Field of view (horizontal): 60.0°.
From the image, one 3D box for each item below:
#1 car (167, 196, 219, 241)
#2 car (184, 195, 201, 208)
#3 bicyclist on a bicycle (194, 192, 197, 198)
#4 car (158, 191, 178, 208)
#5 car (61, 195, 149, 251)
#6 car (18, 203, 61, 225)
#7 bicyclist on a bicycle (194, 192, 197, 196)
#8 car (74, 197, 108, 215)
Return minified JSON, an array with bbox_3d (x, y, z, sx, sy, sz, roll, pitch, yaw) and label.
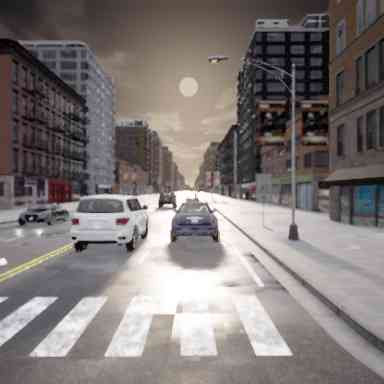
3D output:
[{"bbox_3d":[0.120,1.246,16.276,2.097,1.767,4.553,0,0,0],"label":"car"},{"bbox_3d":[0.054,1.211,42.862,2.128,1.511,4.902,0,0,0],"label":"car"},{"bbox_3d":[1.001,0.832,94.618,0.582,1.620,1.656,0,0,0],"label":"bicyclist on a bicycle"},{"bbox_3d":[-3.114,0.937,43.059,2.150,2.045,5.566,0,0,0],"label":"car"},{"bbox_3d":[-3.134,1.130,13.687,2.150,2.045,5.566,0,0,0],"label":"car"},{"bbox_3d":[-9.836,1.413,22.245,1.994,1.385,4.181,0,0,-1],"label":"car"},{"bbox_3d":[0.986,0.879,85.616,0.866,1.612,1.509,0,0,0],"label":"bicyclist on a bicycle"},{"bbox_3d":[-9.790,1.285,32.647,1.837,1.490,4.892,0,0,0],"label":"car"}]
